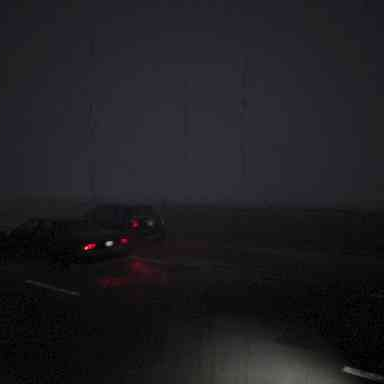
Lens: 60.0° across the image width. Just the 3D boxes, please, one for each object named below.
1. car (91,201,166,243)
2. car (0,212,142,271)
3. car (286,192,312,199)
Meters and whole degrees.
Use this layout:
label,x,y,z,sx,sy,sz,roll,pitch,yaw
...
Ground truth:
label,x,y,z,sx,sy,sz,roll,pitch,yaw
car,-3.376,1.262,14.233,4.553,1.767,2.097,0,0,34
car,-4.380,1.482,10.681,5.357,1.411,2.033,0,0,34
car,20.340,0.772,63.455,4.605,1.855,1.932,0,0,34
